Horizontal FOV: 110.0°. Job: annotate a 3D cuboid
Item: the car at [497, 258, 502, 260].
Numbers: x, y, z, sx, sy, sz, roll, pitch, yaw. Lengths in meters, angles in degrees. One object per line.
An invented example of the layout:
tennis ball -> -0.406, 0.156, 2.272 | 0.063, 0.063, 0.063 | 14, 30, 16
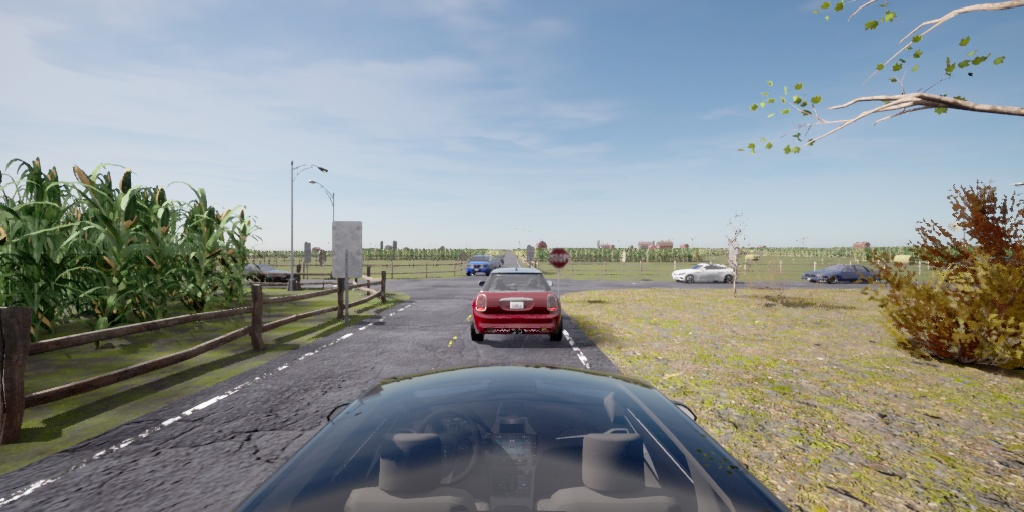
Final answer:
car -> -2.794, 1.253, 47.341 | 1.994, 1.385, 4.181 | 0, 0, 0

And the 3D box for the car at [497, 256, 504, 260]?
car -> -2.750, 1.153, 59.764 | 1.837, 1.490, 4.892 | 0, 1, 0

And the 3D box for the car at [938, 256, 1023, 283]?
car -> 35.811, 1.055, 27.043 | 5.566, 2.045, 2.150 | 0, 0, 1

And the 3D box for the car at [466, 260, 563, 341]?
car -> 0.109, 1.100, 9.992 | 2.097, 1.767, 4.553 | 0, 0, 0

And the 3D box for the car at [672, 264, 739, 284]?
car -> 14.535, 1.298, 27.034 | 4.674, 1.442, 1.812 | 0, 0, 0

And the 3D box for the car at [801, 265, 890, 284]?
car -> 25.082, 1.350, 27.049 | 5.357, 1.411, 2.033 | 0, 0, 0

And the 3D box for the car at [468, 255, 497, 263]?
car -> -3.089, 0.937, 35.869 | 2.150, 2.045, 5.566 | 0, 0, 4

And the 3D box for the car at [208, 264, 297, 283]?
car -> -17.365, 1.237, 24.043 | 5.357, 1.411, 2.033 | 0, 0, 0
